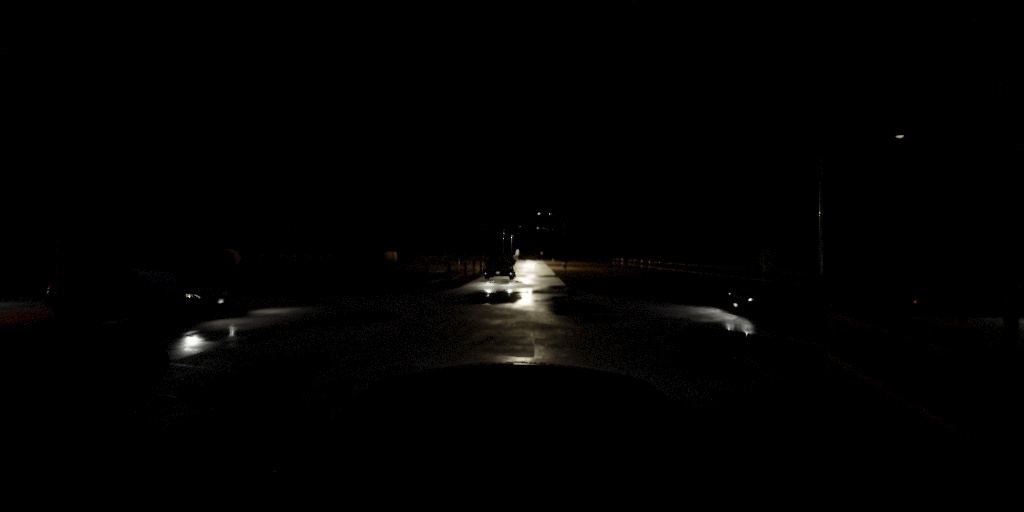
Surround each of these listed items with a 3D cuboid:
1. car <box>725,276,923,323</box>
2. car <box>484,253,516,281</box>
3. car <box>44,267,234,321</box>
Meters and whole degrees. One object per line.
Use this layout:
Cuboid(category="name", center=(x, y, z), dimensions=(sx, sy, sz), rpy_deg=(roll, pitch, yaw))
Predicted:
Cuboid(category="car", center=(10.610, 1.406, 12.479), dimensions=(5.357, 1.411, 2.033), rpy_deg=(1, 1, 6))
Cuboid(category="car", center=(-0.838, 0.805, 28.359), dimensions=(2.150, 2.045, 5.566), rpy_deg=(0, 1, 4))
Cuboid(category="car", center=(-11.163, 1.060, 10.885), dimensions=(4.674, 1.442, 1.812), rpy_deg=(1, 1, 0))
